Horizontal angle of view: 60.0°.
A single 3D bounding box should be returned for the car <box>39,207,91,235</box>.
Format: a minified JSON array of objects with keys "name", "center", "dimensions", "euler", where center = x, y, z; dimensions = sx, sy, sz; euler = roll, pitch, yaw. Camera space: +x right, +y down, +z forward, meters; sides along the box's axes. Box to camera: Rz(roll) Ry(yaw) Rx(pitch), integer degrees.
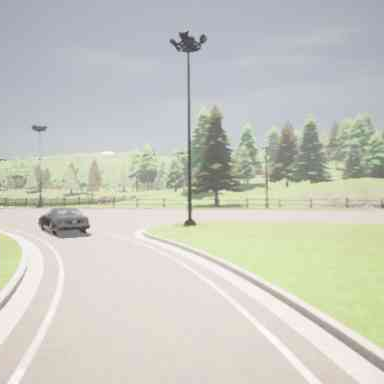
[{"name":"car","center":[-7.453,1.599,19.235],"dimensions":[2.033,1.411,5.357],"euler":[-1,0,-34]}]
